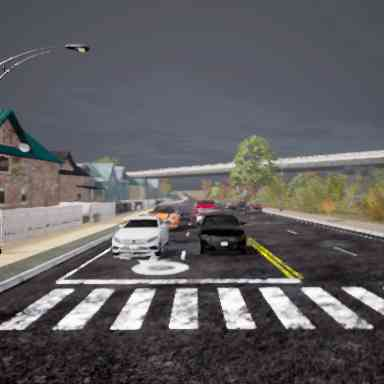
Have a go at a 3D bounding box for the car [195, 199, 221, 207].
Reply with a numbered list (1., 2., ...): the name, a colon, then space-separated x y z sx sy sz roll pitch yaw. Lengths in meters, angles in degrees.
1. car: 1.503 1.737 34.732 2.150 2.045 5.566 -1 -1 2

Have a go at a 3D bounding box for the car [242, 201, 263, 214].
1. car: 8.174 2.103 44.464 2.128 1.511 4.902 0 -1 1

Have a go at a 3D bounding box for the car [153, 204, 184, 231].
1. car: -1.912 1.724 23.416 2.097 1.767 4.553 0 -1 1

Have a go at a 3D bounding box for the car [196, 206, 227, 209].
1. car: 1.354 1.957 24.190 1.895 1.301 4.718 0 -1 1

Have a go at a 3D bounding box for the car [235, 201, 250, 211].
1. car: 8.293 2.282 54.890 1.837 1.490 4.892 0 -1 1

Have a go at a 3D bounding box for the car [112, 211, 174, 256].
1. car: -2.018 1.762 14.371 1.812 1.442 4.674 -1 -1 3

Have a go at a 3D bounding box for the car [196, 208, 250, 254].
1. car: 1.244 1.694 14.861 1.882 1.535 5.008 0 -1 1

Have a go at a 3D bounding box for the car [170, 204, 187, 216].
1. car: -1.647 2.273 43.098 1.895 1.301 4.718 -1 -1 1

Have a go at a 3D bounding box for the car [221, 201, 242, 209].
1. car: 4.927 2.131 44.507 2.128 1.511 4.902 0 -1 1

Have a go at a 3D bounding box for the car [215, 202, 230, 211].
1. car: 5.044 2.352 54.927 2.033 1.411 5.357 0 -1 1

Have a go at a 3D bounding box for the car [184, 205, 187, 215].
1. car: -1.787 2.008 32.949 2.128 1.511 4.902 0 -1 1

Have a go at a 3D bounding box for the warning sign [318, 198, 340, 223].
1. warning sign: 10.845 1.425 26.396 1.300 1.860 1.060 1 1 1
